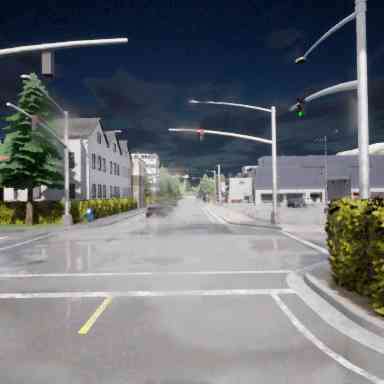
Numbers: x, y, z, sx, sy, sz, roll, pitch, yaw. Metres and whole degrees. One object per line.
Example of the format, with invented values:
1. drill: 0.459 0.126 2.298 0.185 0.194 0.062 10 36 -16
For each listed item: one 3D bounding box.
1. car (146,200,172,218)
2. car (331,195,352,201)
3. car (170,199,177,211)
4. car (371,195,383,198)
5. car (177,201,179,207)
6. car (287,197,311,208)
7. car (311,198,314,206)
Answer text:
1. car: -3.598 1.844 34.586 2.033 1.411 5.357 -1 -1 0
2. car: 25.489 1.398 56.545 2.152 1.636 5.027 -1 -1 0
3. car: -3.585 1.884 44.882 2.128 1.511 4.902 -1 0 0
4. car: 19.120 1.183 31.280 1.905 1.878 3.866 -1 -1 0
5. car: -3.486 2.062 60.434 1.837 1.490 4.892 -1 -1 0
6. car: 15.429 1.629 49.148 2.007 1.523 4.514 -1 -1 0
7. car: 19.075 1.573 56.206 1.970 1.475 3.806 -1 -1 0
